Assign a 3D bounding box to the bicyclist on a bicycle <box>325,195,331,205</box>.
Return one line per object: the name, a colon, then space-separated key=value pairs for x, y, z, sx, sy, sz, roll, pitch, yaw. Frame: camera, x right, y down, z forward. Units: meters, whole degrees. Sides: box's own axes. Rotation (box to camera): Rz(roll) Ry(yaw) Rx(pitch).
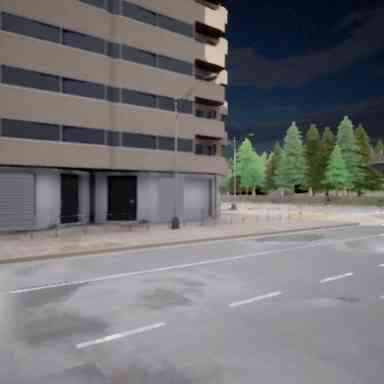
bicyclist on a bicycle: x=20.678 y=1.235 z=50.533 sx=1.656 sy=1.620 sz=0.582 roll=0 pitch=0 yaw=-35
